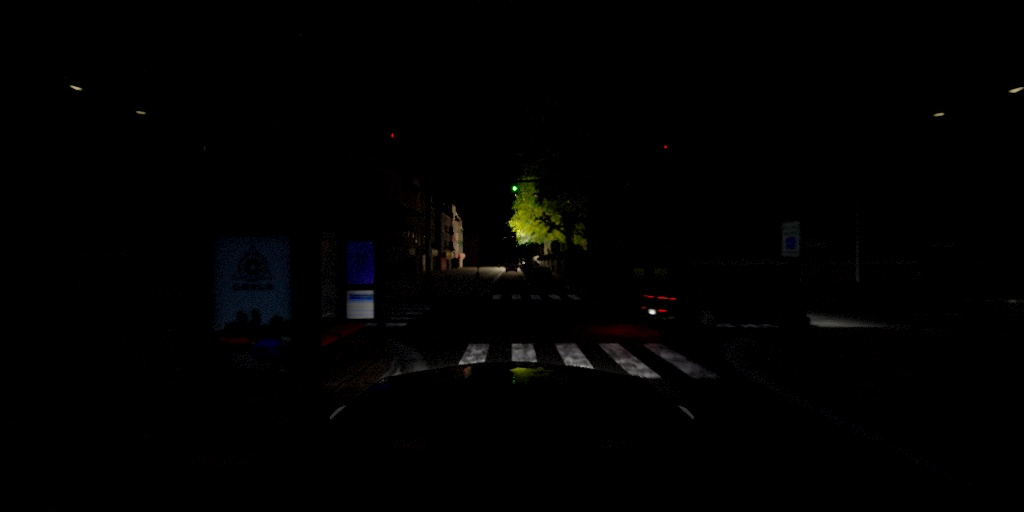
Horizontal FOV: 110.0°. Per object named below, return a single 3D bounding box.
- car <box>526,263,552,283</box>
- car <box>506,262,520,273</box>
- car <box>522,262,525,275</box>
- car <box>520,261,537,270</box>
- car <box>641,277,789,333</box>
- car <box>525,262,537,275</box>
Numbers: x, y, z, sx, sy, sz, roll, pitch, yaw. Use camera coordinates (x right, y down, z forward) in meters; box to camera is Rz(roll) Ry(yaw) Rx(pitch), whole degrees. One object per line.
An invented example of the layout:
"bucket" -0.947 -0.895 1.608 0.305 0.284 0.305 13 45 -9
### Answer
"car" 2.602 1.589 31.863 2.007 1.370 4.403 0 0 0
"car" -0.016 1.938 56.438 1.895 1.301 4.718 0 -1 0
"car" 2.588 1.713 42.762 2.007 1.370 4.403 0 0 0
"car" 2.582 1.545 48.210 2.192 1.841 5.009 0 0 0
"car" 6.410 1.373 11.073 4.892 1.490 1.837 0 -3 -15
"car" 2.595 1.624 37.481 1.751 1.417 4.829 0 0 0
